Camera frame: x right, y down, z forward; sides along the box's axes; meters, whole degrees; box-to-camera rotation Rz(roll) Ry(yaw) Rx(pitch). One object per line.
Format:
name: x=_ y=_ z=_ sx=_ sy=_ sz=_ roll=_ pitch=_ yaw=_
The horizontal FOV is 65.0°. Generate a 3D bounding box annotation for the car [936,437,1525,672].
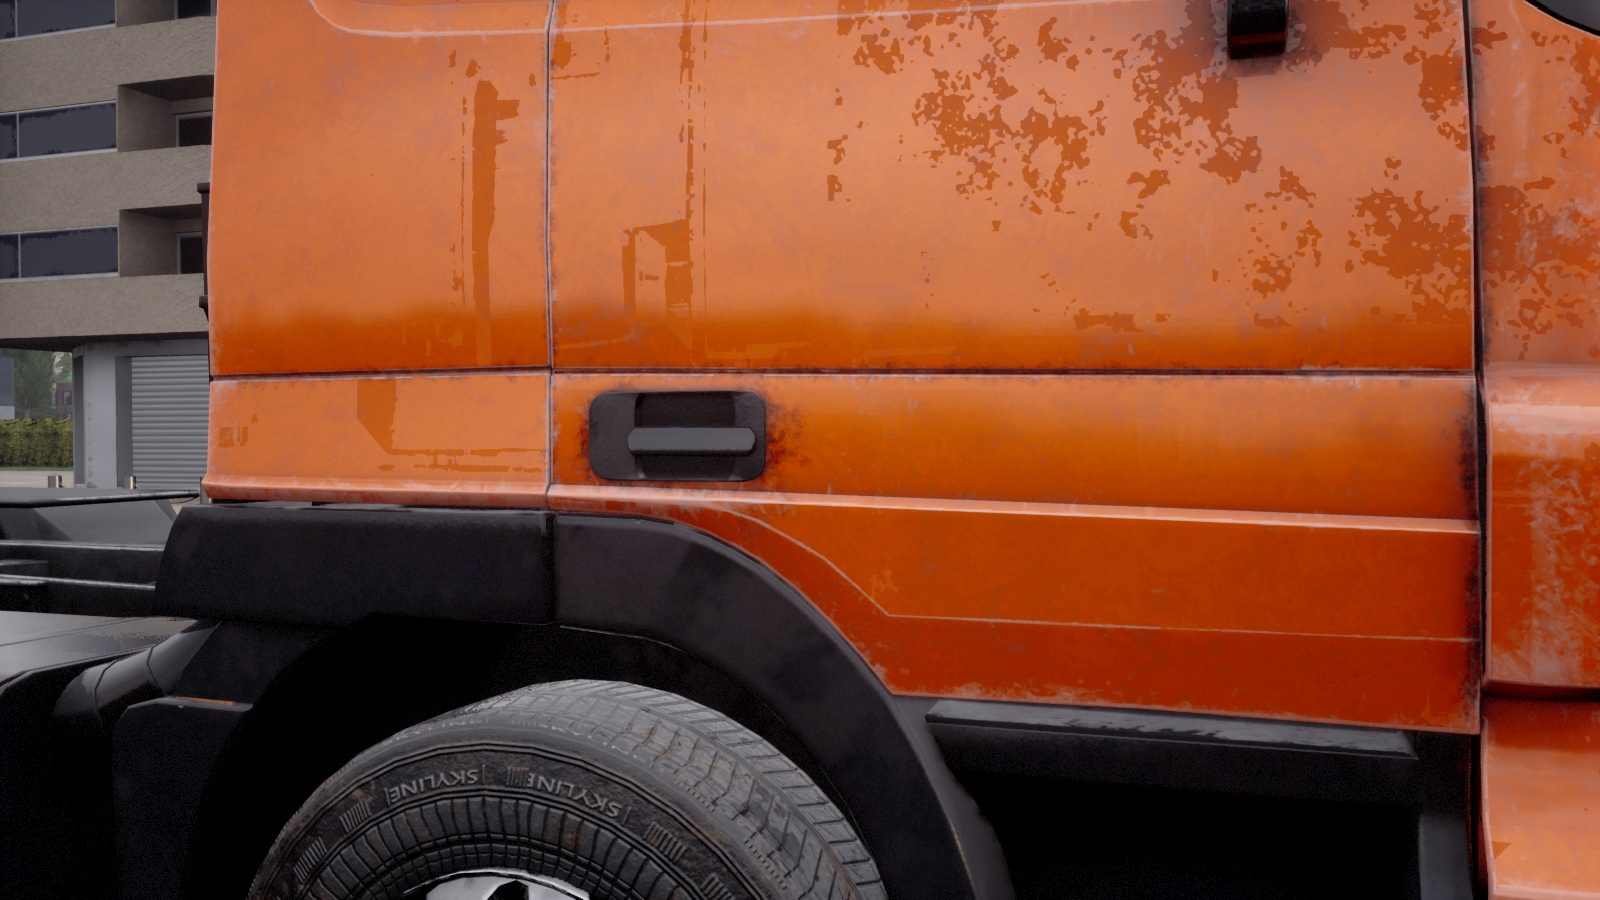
car: x=3.107 y=0.651 z=9.534 sx=3.806 sy=1.475 sz=1.970 roll=1 pitch=1 yaw=18

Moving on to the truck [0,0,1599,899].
truck: x=-2.190 y=-0.226 z=3.922 sx=7.936 sy=3.462 sz=2.891 roll=1 pitch=1 yaw=19
